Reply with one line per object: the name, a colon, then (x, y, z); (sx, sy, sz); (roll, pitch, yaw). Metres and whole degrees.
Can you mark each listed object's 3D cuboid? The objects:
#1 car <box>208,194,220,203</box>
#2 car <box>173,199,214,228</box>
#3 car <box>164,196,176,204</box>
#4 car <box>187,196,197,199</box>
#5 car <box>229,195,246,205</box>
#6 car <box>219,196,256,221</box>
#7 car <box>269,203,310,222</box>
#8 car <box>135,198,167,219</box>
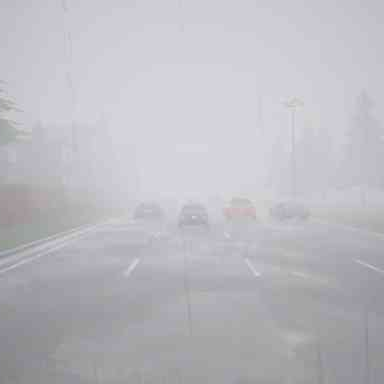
car: (3.533, 1.060, 51.407); (2.097, 1.767, 4.553); (0, 0, 0)
car: (0.103, 1.428, 20.943); (2.033, 1.411, 5.357); (0, 0, 0)
car: (-3.480, 1.264, 50.061); (2.033, 1.411, 5.357); (0, 0, 0)
car: (0.007, 1.273, 48.552); (2.033, 1.411, 5.357); (0, 0, 0)
car: (7.027, 1.272, 51.661); (1.994, 1.385, 4.181); (0, 0, 0)
car: (3.604, 1.204, 26.066); (2.097, 1.767, 4.553); (0, 0, 0)
car: (7.102, 1.460, 24.853); (1.895, 1.301, 4.718); (0, 0, 0)
car: (-3.398, 1.411, 27.040); (1.994, 1.385, 4.181); (0, 0, 0)
